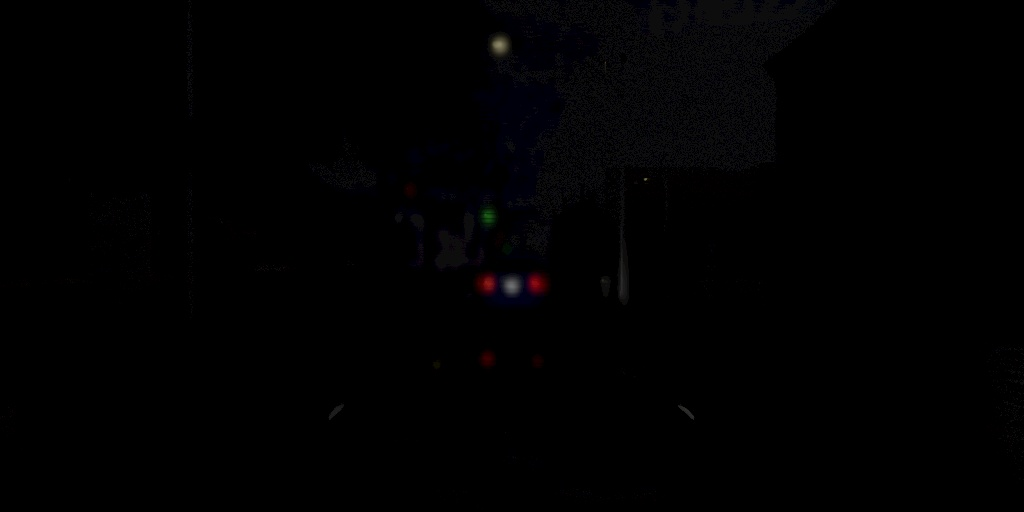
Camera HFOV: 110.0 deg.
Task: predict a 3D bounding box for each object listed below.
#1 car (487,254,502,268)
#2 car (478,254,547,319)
[{"bbox_3d":[-2.800,0.727,58.192,2.150,2.045,5.566,0,1,1],"label":"car"},{"bbox_3d":[0.078,0.991,13.119,2.150,2.045,5.566,0,0,2],"label":"car"}]
